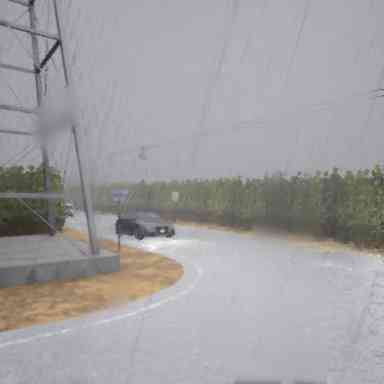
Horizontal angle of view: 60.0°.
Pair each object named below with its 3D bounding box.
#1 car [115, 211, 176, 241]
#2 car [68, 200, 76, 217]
[{"bbox_3d":[-2.655,1.780,18.395,1.994,1.385,4.181,1,0,-36],"label":"car"},{"bbox_3d":[-13.404,1.429,33.161,2.150,2.045,5.566,1,0,-36],"label":"car"}]
